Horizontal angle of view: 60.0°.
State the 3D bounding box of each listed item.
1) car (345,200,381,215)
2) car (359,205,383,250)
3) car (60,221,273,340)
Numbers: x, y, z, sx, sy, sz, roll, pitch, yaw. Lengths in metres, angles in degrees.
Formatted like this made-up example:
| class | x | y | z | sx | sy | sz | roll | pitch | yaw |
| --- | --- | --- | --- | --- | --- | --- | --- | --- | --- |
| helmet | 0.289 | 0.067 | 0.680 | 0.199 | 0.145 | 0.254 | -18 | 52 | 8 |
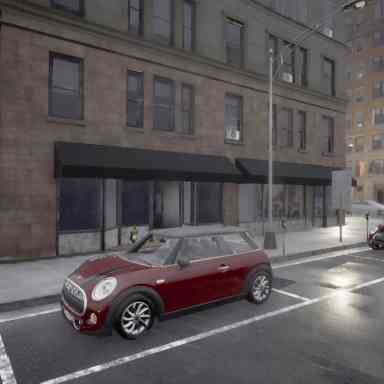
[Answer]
| class | x | y | z | sx | sy | sz | roll | pitch | yaw |
| --- | --- | --- | --- | --- | --- | --- | --- | --- | --- |
| car | 15.949 | 1.459 | 30.164 | 1.812 | 1.442 | 4.674 | 1 | 0 | -36 |
| car | 8.598 | 1.445 | 12.845 | 4.097 | 1.590 | 1.967 | 0 | 0 | -35 |
| car | -0.362 | 1.441 | 6.488 | 4.097 | 1.590 | 1.967 | 0 | 0 | -35 |
